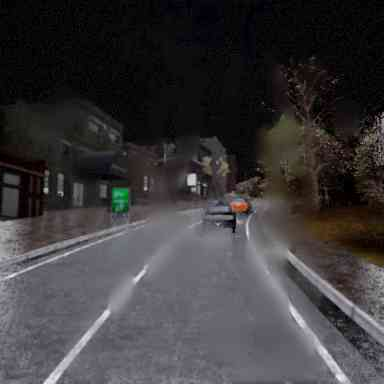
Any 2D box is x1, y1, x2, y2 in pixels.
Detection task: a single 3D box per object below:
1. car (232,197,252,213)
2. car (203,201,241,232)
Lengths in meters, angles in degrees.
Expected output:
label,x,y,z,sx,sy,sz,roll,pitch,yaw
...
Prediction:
label,x,y,z,sx,sy,sz,roll,pitch,yaw
car,5.556,1.393,37.766,2.097,1.767,4.553,-1,0,16
car,1.787,1.529,20.391,2.128,1.511,4.902,-1,0,8
